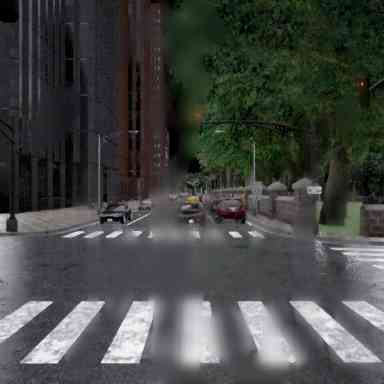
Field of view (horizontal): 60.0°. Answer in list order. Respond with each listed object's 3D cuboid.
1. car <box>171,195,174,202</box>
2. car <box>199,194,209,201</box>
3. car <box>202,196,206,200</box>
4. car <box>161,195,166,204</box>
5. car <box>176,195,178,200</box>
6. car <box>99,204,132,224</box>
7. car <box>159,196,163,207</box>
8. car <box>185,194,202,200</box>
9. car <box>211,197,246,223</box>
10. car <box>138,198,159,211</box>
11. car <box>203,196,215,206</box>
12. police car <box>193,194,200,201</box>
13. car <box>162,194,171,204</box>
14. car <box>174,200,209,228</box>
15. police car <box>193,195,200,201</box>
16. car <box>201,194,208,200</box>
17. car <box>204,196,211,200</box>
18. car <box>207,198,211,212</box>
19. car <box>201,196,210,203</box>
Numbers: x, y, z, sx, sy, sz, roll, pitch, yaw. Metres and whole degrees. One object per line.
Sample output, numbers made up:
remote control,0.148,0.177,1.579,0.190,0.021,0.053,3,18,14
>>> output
car,-5.547,1.375,68.890,2.192,1.841,5.009,0,0,0
car,3.029,1.400,85.238,2.192,1.841,5.009,0,0,0
car,2.909,1.585,47.042,2.008,1.369,4.403,0,0,0
car,-5.599,1.623,52.519,1.802,1.307,4.206,0,0,0
car,-5.479,1.534,90.718,1.967,1.590,4.097,0,0,0
car,-5.685,1.576,25.234,1.947,1.339,4.313,0,0,0
car,-5.616,1.616,47.062,1.802,1.307,4.206,0,0,0
car,0.223,1.522,55.256,1.882,1.535,5.008,0,0,0
car,2.841,1.326,25.217,2.192,1.841,5.009,0,0,0
car,-5.633,1.579,41.605,2.008,1.369,4.403,0,0,0
car,2.943,1.487,57.956,1.967,1.590,4.097,0,0,0
police car,1.188,1.521,91.988,1.930,1.638,5.238,0,0,0
car,-5.565,1.635,63.433,1.802,1.307,4.206,0,0,0
car,-0.098,1.510,22.241,1.837,1.490,4.892,-2,0,-1
police car,1.151,1.511,85.988,1.930,1.638,5.238,0,0,0
car,2.926,1.481,52.499,1.967,1.590,4.097,0,0,0
car,2.892,1.579,41.586,2.008,1.369,4.403,0,0,0
car,2.875,1.588,36.129,1.947,1.339,4.313,0,0,0
car,2.995,1.593,74.495,1.752,1.417,4.829,0,0,0
